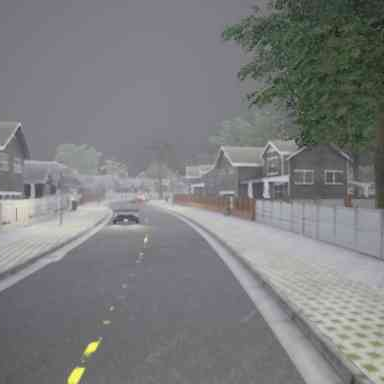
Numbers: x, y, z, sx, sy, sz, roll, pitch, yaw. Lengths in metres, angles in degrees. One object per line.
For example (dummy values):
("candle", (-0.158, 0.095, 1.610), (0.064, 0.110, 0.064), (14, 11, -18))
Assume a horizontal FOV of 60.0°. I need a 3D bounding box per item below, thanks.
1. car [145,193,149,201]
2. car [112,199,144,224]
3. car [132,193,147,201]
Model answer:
("car", (-10.514, 0.998, 71.089), (2.097, 1.767, 4.553), (0, 0, 1))
("car", (-4.720, 1.470, 24.432), (2.033, 1.411, 5.357), (0, 0, -8))
("car", (-9.884, 1.358, 60.963), (1.895, 1.301, 4.718), (0, 0, -5))
